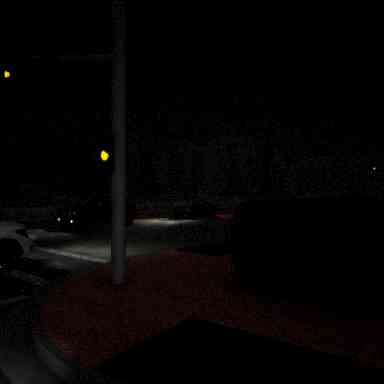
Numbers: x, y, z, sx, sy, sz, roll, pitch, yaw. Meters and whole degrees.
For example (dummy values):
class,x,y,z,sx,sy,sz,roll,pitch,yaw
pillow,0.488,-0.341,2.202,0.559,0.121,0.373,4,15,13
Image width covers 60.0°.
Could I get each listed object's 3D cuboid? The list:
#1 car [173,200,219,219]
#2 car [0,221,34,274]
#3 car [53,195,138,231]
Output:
class,x,y,z,sx,sy,sz,roll,pitch,yaw
car,0.393,1.478,29.389,1.882,1.535,5.008,0,0,39
car,-7.051,1.221,8.401,2.150,2.045,5.566,0,0,38
car,-5.968,1.221,21.371,2.150,2.045,5.566,0,0,38
